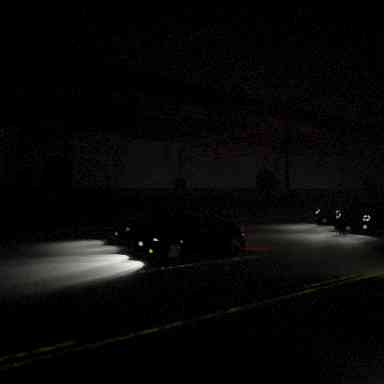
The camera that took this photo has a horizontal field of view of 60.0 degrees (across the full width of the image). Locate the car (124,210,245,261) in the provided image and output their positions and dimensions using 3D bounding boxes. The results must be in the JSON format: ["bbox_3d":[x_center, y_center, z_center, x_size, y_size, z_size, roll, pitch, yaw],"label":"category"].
[{"bbox_3d":[-0.049,1.565,12.292,4.181,1.385,1.994,0,0,-33],"label":"car"}]

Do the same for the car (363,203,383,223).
[{"bbox_3d":[15.835,1.602,26.664,4.181,1.385,1.994,0,0,-33],"label":"car"}]

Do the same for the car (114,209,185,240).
[{"bbox_3d":[-1.316,1.525,15.644,4.674,1.442,1.812,0,0,-33],"label":"car"}]

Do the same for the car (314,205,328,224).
[{"bbox_3d":[10.737,1.351,23.463,4.553,1.767,2.097,0,0,-33],"label":"car"}]

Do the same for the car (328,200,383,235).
[{"bbox_3d":[10.197,1.353,18.946,4.553,1.767,2.097,0,0,-33],"label":"car"}]
